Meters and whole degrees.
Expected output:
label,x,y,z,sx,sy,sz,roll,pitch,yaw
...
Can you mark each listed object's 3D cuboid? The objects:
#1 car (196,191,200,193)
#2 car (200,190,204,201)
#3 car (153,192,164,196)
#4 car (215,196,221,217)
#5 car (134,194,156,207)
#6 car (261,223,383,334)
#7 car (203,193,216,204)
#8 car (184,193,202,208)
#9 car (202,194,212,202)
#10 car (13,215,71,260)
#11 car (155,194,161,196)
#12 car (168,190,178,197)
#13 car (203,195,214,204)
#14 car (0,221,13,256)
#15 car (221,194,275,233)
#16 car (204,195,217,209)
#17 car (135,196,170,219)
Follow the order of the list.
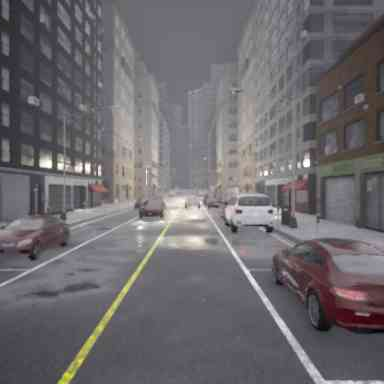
label,x,y,z,sx,sy,sz,roll,pitch,yaw
car,0.040,1.120,55.727,2.128,1.511,4.902,0,1,0
car,2.770,0.985,50.931,2.192,1.841,5.009,0,0,0
car,-5.755,0.937,56.490,2.192,1.841,5.009,0,0,0
car,3.141,1.324,25.904,1.882,1.535,5.008,0,0,0
car,-5.759,1.302,39.836,1.887,1.381,4.507,0,0,0
car,2.765,1.548,6.516,1.802,1.307,4.206,0,0,0
car,2.769,1.238,45.549,1.752,1.417,4.829,0,0,0
car,0.072,1.262,42.593,1.812,1.442,4.674,0,0,1
car,2.770,1.093,62.208,1.752,1.417,4.829,0,1,0
car,-5.760,1.514,12.072,1.802,1.307,4.206,0,0,0
car,-5.758,1.296,45.387,1.802,1.307,4.206,0,0,0
car,-5.752,0.755,94.148,1.887,1.381,4.507,0,1,0
car,2.769,1.204,56.484,1.802,1.307,4.206,0,1,0
car,-5.760,1.516,6.520,2.008,1.369,4.403,0,0,0
car,3.107,1.110,18.933,2.150,2.045,5.566,0,0,0
car,2.767,1.323,39.828,1.947,1.339,4.313,0,0,0
car,-3.094,1.317,27.080,1.882,1.535,5.008,0,0,0
